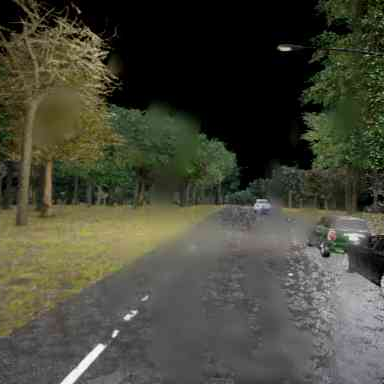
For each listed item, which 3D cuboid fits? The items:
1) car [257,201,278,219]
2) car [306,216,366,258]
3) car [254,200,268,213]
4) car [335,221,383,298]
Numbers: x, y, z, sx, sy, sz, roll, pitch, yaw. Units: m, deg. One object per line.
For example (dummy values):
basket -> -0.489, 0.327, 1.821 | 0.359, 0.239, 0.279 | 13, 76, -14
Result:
car -> 9.327, 2.321, 40.562 | 1.882, 1.535, 5.008 | 3, 0, 9
car -> 6.587, 1.853, 15.018 | 2.097, 1.767, 4.553 | 3, -1, 8
car -> 10.971, 2.259, 52.131 | 2.150, 2.045, 5.566 | 3, -1, 8
car -> 5.717, 1.877, 9.109 | 1.882, 1.535, 5.008 | 3, -1, 8
